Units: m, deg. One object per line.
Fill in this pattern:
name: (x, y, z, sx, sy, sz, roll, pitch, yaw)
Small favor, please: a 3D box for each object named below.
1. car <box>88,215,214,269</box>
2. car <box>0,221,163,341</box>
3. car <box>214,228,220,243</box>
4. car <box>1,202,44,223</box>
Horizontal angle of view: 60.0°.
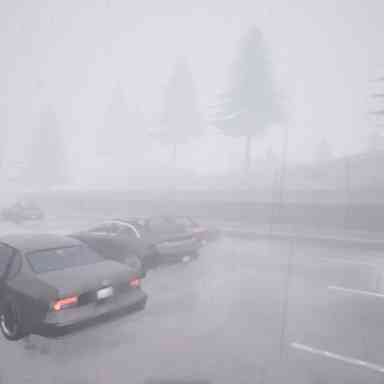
car: (-2.016, 1.510, 10.077, 4.902, 1.511, 2.128, 0, 0, 39)
car: (-3.254, 1.555, 6.561, 5.357, 1.411, 2.033, 0, 0, 39)
car: (-1.248, 1.630, 13.975, 4.718, 1.301, 1.895, 0, 0, 40)
car: (-12.594, 1.514, 24.642, 2.128, 1.511, 4.902, 0, 0, -43)
